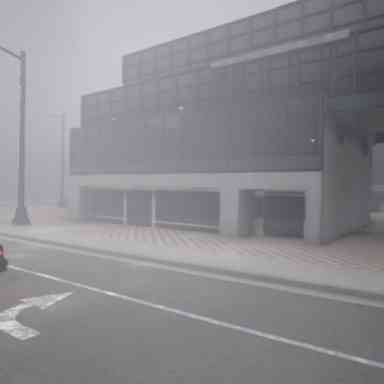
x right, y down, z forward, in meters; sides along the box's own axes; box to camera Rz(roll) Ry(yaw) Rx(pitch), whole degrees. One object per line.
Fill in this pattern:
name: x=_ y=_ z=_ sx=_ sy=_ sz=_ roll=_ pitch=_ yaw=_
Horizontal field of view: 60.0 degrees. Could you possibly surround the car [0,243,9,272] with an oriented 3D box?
car: x=-7.047 y=1.513 z=9.008 sx=5.357 sy=1.411 sz=2.033 roll=1 pitch=0 yaw=36
